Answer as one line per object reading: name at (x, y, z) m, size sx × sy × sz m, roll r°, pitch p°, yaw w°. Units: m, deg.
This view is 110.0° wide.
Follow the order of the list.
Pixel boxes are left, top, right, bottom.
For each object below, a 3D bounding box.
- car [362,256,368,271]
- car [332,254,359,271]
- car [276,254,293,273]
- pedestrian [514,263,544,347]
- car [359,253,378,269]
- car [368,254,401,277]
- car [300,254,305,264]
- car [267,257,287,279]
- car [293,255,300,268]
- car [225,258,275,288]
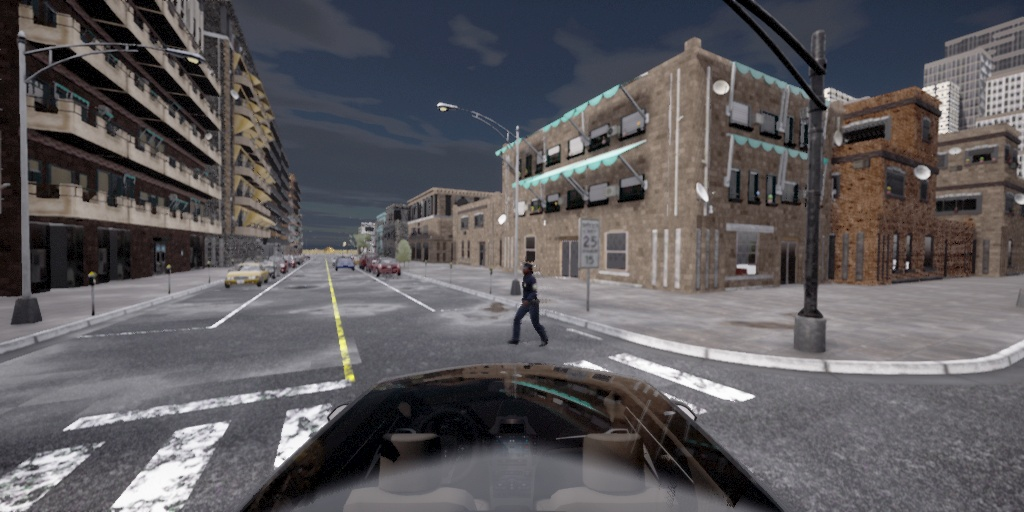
car at (-13.256, 0.905, 35.124) m, size 1.802 × 1.307 × 4.207 m, roll 0°, pitch 0°, yaw -28°
car at (-17.844, 0.808, 38.202) m, size 2.033 × 1.411 × 5.357 m, roll 0°, pitch 1°, yaw -27°
car at (-20.679, 0.764, 31.266) m, size 1.967 × 1.591 × 4.097 m, roll 0°, pitch 0°, yaw -28°
pedestrian at (0.352, 1.020, 7.604) m, size 0.375 × 1.860 × 0.375 m, roll -1°, pitch 2°, yaw -28°
car at (-15.892, 0.564, 40.153) m, size 2.192 × 1.841 × 5.009 m, roll 0°, pitch 0°, yaw -28°
car at (-10.603, 0.837, 30.107) m, size 1.967 × 1.591 × 4.097 m, roll 0°, pitch 0°, yaw -28°
car at (-31.232, 0.596, 51.372) m, size 1.948 × 1.339 × 4.313 m, roll 0°, pitch 0°, yaw -28°
car at (-18.076, 0.948, 26.221) m, size 2.007 × 1.370 × 4.403 m, roll 0°, pitch 0°, yaw -28°
car at (-25.968, 0.617, 41.313) m, size 1.967 × 1.591 × 4.097 m, roll 0°, pitch 0°, yaw -28°
car at (-15.409, 0.997, 21.017) m, size 1.751 × 1.417 × 4.829 m, roll 0°, pitch 0°, yaw -28°
